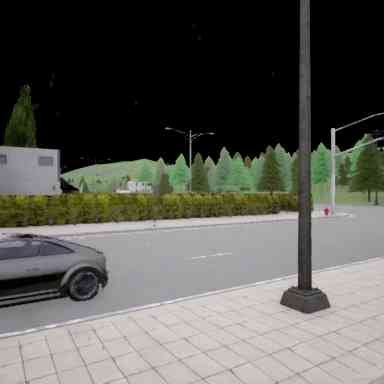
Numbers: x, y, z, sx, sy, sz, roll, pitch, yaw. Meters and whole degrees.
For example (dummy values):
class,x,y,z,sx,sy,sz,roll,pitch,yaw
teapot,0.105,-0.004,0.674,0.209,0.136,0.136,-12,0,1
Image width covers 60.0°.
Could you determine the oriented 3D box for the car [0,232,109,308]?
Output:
class,x,y,z,sx,sy,sz,roll,pitch,yaw
car,-3.874,1.564,6.808,4.181,1.385,1.994,0,0,-33
